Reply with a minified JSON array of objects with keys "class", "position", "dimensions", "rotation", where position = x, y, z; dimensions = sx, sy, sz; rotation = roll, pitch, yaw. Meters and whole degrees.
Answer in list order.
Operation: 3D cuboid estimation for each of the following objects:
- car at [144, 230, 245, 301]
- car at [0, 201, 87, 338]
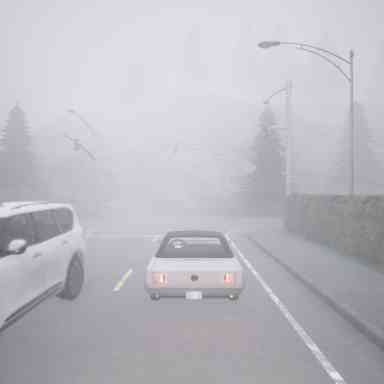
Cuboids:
[{"class":"car","position":[0.062,1.601,8.309],"dimensions":[1.895,1.301,4.718],"rotation":[0,0,0]},{"class":"car","position":[-3.522,1.221,5.483],"dimensions":[2.150,2.045,5.566],"rotation":[0,0,1]}]
